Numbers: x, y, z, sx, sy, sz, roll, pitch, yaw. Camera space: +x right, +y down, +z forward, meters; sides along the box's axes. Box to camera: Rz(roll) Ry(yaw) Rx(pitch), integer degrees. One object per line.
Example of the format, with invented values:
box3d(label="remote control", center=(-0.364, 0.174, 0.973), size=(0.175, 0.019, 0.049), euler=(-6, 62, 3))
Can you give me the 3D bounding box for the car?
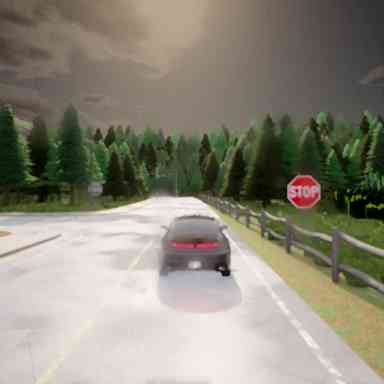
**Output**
box3d(label="car", center=(0.073, 1.433, 10.049), size=(1.837, 1.490, 4.892), euler=(0, 0, 0))
